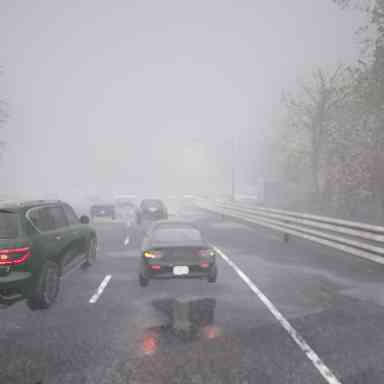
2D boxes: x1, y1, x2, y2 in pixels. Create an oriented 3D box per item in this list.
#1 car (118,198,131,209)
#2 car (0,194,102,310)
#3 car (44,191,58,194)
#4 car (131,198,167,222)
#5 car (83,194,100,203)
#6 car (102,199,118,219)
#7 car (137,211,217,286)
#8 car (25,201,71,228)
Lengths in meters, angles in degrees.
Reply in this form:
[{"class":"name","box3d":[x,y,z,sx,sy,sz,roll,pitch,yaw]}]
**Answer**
[{"class":"car","box3d":[-8.699,1.384,42.218,1.895,1.301,4.718,0,0,-22]},{"class":"car","box3d":[-3.832,1.183,7.777,2.150,2.045,5.566,0,0,-4]},{"class":"car","box3d":[-33.885,0.835,79.837,5.566,2.045,2.150,0,0,45]},{"class":"car","box3d":[-3.047,1.226,24.051,2.097,1.767,4.553,0,0,-13]},{"class":"car","box3d":[-18.396,1.202,60.615,1.837,1.490,4.892,0,1,-31]},{"class":"car","box3d":[-7.276,1.340,27.179,1.882,1.535,5.008,0,0,-14]},{"class":"car","box3d":[-0.502,1.477,9.251,1.812,1.442,4.674,0,0,-7]},{"class":"car","box3d":[-9.761,1.435,22.934,2.033,1.411,5.357,0,0,-14]}]
